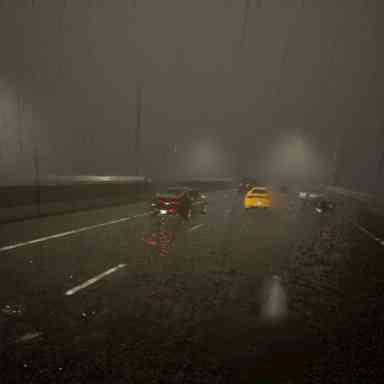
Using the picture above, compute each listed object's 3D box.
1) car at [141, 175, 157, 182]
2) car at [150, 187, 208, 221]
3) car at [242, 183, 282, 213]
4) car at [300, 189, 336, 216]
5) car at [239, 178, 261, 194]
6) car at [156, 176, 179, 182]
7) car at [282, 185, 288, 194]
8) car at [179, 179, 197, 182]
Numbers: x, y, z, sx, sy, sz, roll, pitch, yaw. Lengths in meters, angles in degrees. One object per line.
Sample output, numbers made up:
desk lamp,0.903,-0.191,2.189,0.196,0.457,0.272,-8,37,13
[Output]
car,-6.748,-2.015,55.914,2.097,1.767,4.553,4,3,18
car,-0.528,0.521,16.975,1.837,1.490,4.892,4,3,17
car,4.840,0.439,22.590,1.882,1.535,5.008,4,3,17
car,8.370,0.746,22.259,1.895,1.301,4.718,4,3,17
car,7.503,-0.776,42.714,2.150,2.045,5.566,4,3,18
car,-3.465,-1.605,54.781,2.033,1.411,5.357,4,3,18
car,12.717,-0.409,47.583,1.895,1.301,4.718,4,3,18
car,-0.017,-1.389,54.070,1.994,1.385,4.181,4,3,18
